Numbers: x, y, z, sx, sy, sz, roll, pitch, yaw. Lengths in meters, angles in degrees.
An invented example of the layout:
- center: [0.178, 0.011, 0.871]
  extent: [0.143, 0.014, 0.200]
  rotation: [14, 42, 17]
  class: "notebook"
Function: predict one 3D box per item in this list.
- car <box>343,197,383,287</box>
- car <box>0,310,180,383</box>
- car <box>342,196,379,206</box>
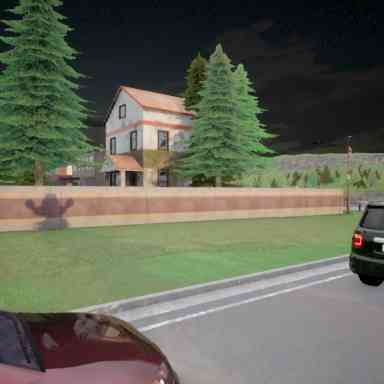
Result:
- center: [6.113, 1.221, 8.137]
  extent: [5.566, 2.045, 2.150]
  rotation: [0, 0, -35]
  class: "car"
- center: [-2.115, 1.564, 2.355]
  extent: [4.181, 1.385, 1.994]
  rotation: [0, 0, -34]
  class: "car"
- center: [27.376, 1.493, 54.085]
  extent: [2.128, 1.511, 4.902]
  rotation: [0, 0, -36]
  class: "car"
